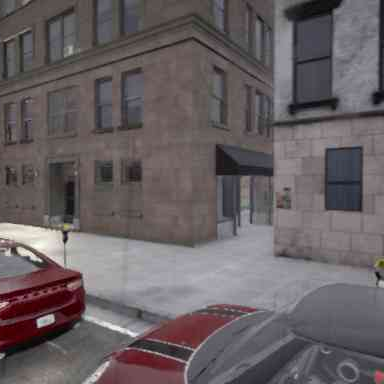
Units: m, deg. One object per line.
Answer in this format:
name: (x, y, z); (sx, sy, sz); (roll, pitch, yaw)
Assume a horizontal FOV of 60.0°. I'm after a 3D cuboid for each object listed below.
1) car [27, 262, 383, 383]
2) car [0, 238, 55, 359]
car: (1.041, 1.386, 2.125); (4.097, 1.590, 1.967); (1, 2, 35)
car: (-3.635, 1.418, 5.356); (4.507, 1.381, 1.887); (1, 2, 35)
